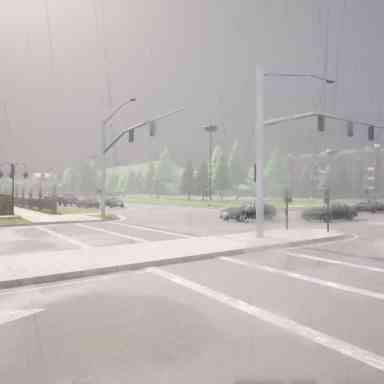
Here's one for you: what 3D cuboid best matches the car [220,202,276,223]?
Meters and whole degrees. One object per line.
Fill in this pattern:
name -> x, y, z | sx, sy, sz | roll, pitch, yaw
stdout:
car -> 4.319, 1.491, 25.471 | 4.902, 1.511, 2.128 | 0, 0, -35

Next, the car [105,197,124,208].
car -> -11.387, 1.491, 47.620 | 2.128, 1.511, 4.902 | 0, 0, -36

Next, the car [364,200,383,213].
car -> 19.438, 1.563, 36.222 | 4.181, 1.385, 1.994 | 0, 0, -36

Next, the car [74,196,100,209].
car -> -14.192, 1.601, 45.524 | 1.895, 1.301, 4.718 | 0, 0, -36

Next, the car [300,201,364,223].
car -> 10.715, 1.547, 25.726 | 5.357, 1.411, 2.033 | 0, 0, -35

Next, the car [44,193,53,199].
car -> -26.038, 1.221, 61.947 | 2.150, 2.045, 5.566 | 0, 0, -35

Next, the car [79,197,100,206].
car -> -17.146, 1.564, 55.563 | 1.994, 1.385, 4.181 | 0, 0, -36

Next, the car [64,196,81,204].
car -> -22.954, 1.564, 63.658 | 1.994, 1.385, 4.181 | 0, 0, -36

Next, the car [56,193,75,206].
car -> -19.903, 1.221, 53.400 | 2.150, 2.045, 5.566 | 0, 0, -36
